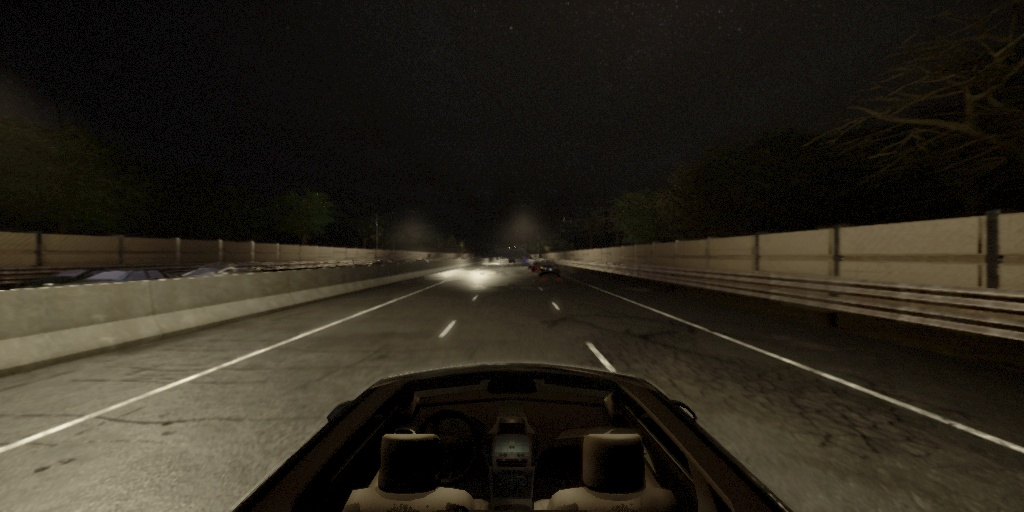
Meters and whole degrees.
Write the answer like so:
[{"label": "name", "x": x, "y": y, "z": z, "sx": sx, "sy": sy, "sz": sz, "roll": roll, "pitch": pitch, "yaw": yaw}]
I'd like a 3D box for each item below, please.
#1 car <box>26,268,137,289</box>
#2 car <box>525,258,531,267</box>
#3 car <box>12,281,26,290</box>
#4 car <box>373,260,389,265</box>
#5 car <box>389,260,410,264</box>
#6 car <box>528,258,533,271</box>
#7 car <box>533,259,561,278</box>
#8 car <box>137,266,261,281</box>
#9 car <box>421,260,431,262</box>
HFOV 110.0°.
[{"label": "car", "x": -17.597, "y": 1.296, "z": 16.477, "sx": 2.033, "sy": 1.411, "sz": 5.357, "roll": 0, "pitch": 0, "yaw": 0}, {"label": "car", "x": 3.483, "y": 1.370, "z": 56.709, "sx": 1.895, "sy": 1.301, "sz": 4.718, "roll": 0, "pitch": 0, "yaw": 0}, {"label": "car", "x": -21.088, "y": 1.312, "z": 17.635, "sx": 1.994, "sy": 1.385, "sz": 4.181, "roll": 0, "pitch": 0, "yaw": 0}, {"label": "car", "x": -21.035, "y": 1.340, "z": 58.410, "sx": 1.994, "sy": 1.385, "sz": 4.181, "roll": 0, "pitch": 0, "yaw": 0}, {"label": "car", "x": -17.541, "y": 1.370, "z": 57.502, "sx": 1.895, "sy": 1.301, "sz": 4.718, "roll": 0, "pitch": 0, "yaw": 1}, {"label": "car", "x": 3.487, "y": 1.325, "z": 45.677, "sx": 1.994, "sy": 1.385, "sz": 4.181, "roll": 0, "pitch": 0, "yaw": 0}, {"label": "car", "x": 3.490, "y": 1.259, "z": 34.705, "sx": 2.163, "sy": 1.488, "sz": 4.792, "roll": 0, "pitch": 0, "yaw": 0}, {"label": "car", "x": -14.093, "y": 1.240, "z": 17.035, "sx": 2.128, "sy": 1.511, "sz": 4.902, "roll": 0, "pitch": 0, "yaw": 0}, {"label": "car", "x": -14.034, "y": 1.335, "z": 58.203, "sx": 2.033, "sy": 1.411, "sz": 5.357, "roll": 0, "pitch": 0, "yaw": 1}]
